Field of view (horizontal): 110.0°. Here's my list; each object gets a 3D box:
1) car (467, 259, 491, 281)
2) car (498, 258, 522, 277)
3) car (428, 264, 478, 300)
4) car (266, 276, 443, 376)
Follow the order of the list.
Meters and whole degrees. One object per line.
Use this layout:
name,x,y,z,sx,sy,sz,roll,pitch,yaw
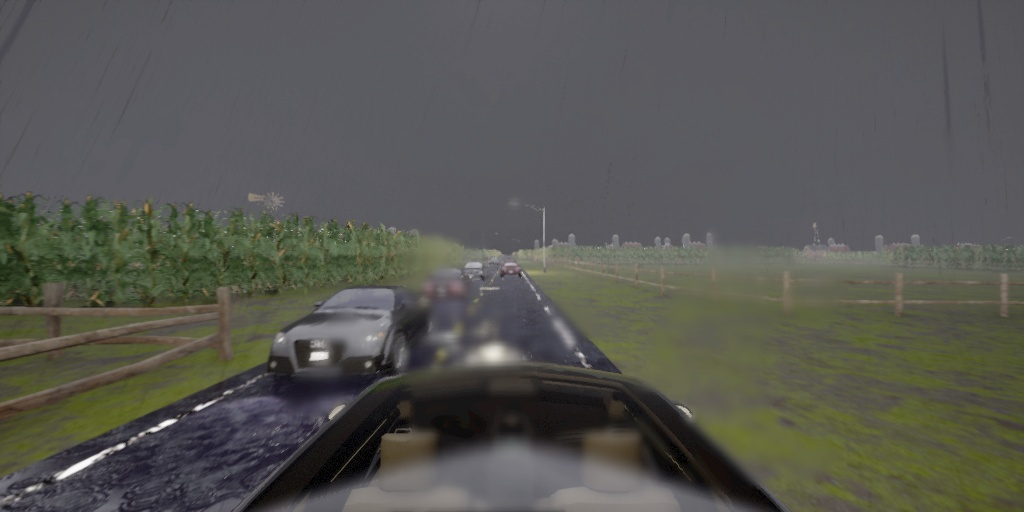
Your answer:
car,-2.974,1.176,28.653,1.812,1.442,4.674,0,0,0
car,-0.106,1.146,32.834,1.812,1.442,4.674,0,0,-1
car,-2.941,1.265,16.998,1.994,1.385,4.181,0,0,0
car,-2.877,1.303,7.358,1.994,1.385,4.181,0,0,0
